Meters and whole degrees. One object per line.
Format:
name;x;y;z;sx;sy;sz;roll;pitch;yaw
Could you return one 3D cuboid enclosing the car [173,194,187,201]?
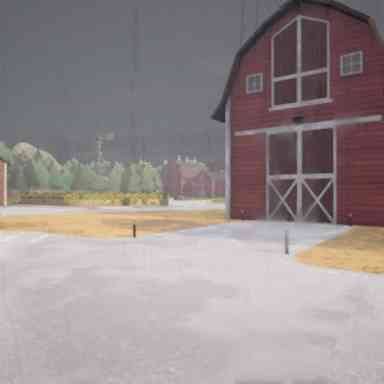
car;-3.351;1.530;94.172;1.932;1.855;4.605;0;0;35
